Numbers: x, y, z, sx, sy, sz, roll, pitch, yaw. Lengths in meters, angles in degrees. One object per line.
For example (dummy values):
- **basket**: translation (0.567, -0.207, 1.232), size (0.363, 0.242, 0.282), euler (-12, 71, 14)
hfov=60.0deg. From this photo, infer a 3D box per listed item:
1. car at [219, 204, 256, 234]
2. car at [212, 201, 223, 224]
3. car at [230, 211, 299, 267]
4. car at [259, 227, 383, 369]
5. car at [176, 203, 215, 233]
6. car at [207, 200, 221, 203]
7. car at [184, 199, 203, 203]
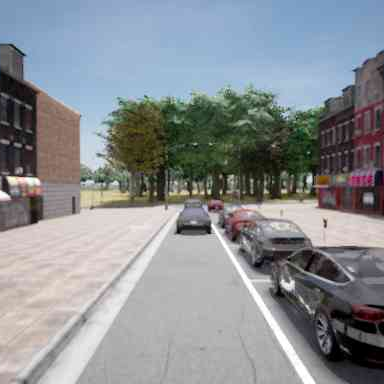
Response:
- **car**: translation (2.640, 1.535, 16.564), size (1.887, 1.381, 4.507), euler (-1, 0, 0)
- **car**: translation (2.645, 1.541, 21.970), size (2.008, 1.369, 4.403), euler (-1, 0, 0)
- **car**: translation (2.636, 1.543, 11.157), size (2.008, 1.369, 4.403), euler (-1, 0, 0)
- **car**: translation (2.631, 1.561, 5.751), size (1.947, 1.339, 4.313), euler (-1, 0, 0)
- **car**: translation (0.111, 1.555, 19.459), size (1.994, 1.385, 4.181), euler (0, 0, 1)
- **car**: translation (2.660, 1.541, 38.190), size (1.887, 1.381, 4.507), euler (-1, 0, 0)
- **car**: translation (0.128, 1.487, 36.189), size (2.128, 1.511, 4.902), euler (0, 0, 0)
